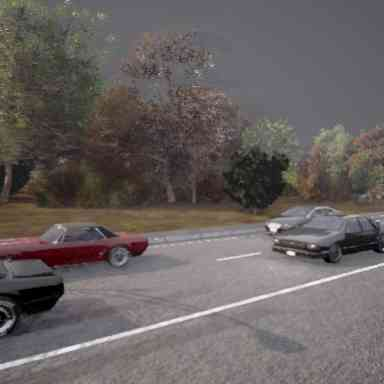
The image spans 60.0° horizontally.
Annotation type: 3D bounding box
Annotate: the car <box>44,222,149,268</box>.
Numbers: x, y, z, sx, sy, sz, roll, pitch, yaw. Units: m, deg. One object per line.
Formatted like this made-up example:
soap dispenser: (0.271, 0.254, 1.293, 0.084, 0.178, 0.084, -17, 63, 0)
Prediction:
car: (-3.764, 1.603, 9.816, 4.718, 1.301, 1.895, 0, 0, -35)

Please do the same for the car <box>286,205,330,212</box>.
car: (5.727, 1.437, 16.655, 4.902, 1.511, 2.128, -1, 1, -35)

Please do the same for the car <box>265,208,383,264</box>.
car: (5.263, 1.514, 11.935, 5.357, 1.411, 2.033, 0, 0, -35)

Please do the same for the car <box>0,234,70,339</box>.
car: (-4.563, 1.594, 4.986, 4.718, 1.301, 1.895, 0, 0, -35)
